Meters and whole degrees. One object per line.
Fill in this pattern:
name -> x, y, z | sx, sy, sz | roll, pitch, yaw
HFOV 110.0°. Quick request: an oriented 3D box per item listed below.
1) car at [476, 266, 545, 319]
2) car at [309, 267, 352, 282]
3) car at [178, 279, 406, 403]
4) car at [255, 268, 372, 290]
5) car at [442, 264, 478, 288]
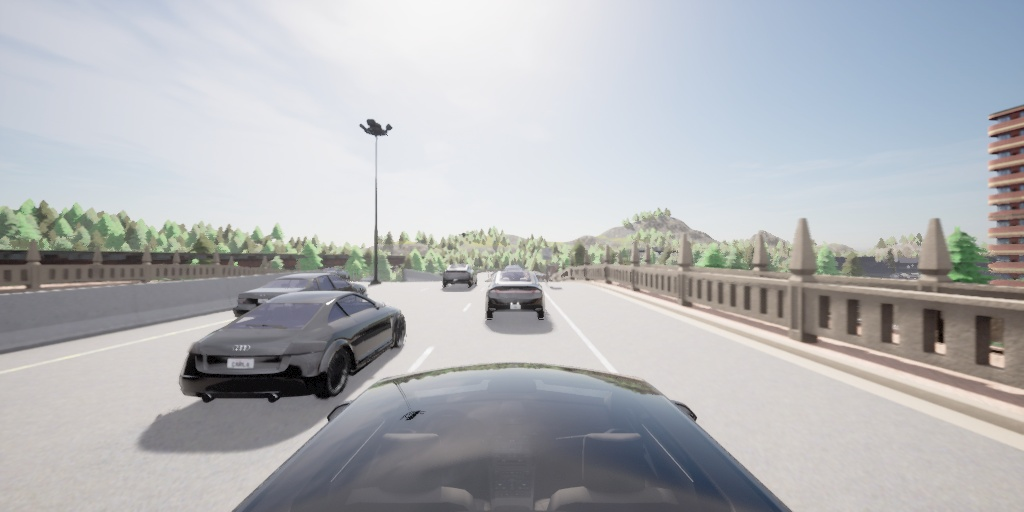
car -> 0.100, 1.244, 12.692 | 2.128, 1.511, 4.902 | 0, 0, 0
car -> -17.566, 1.838, 34.920 | 1.994, 1.385, 4.181 | 0, -4, 0
car -> -3.400, 1.315, 6.502 | 1.994, 1.385, 4.181 | 0, 0, 0
car -> -6.899, 1.300, 12.442 | 2.033, 1.411, 5.357 | 0, 0, 0
car -> -3.400, 1.295, 23.955 | 2.128, 1.511, 4.902 | 0, -1, 0
